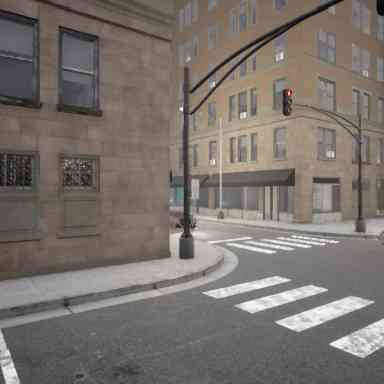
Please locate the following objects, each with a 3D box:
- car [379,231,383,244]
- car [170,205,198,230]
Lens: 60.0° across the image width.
[{"bbox_3d":[8.463,1.588,10.043,4.718,1.301,1.895,0,0,22],"label":"car"},{"bbox_3d":[-1.479,1.470,19.397,1.994,1.385,4.181,0,0,-36],"label":"car"}]
